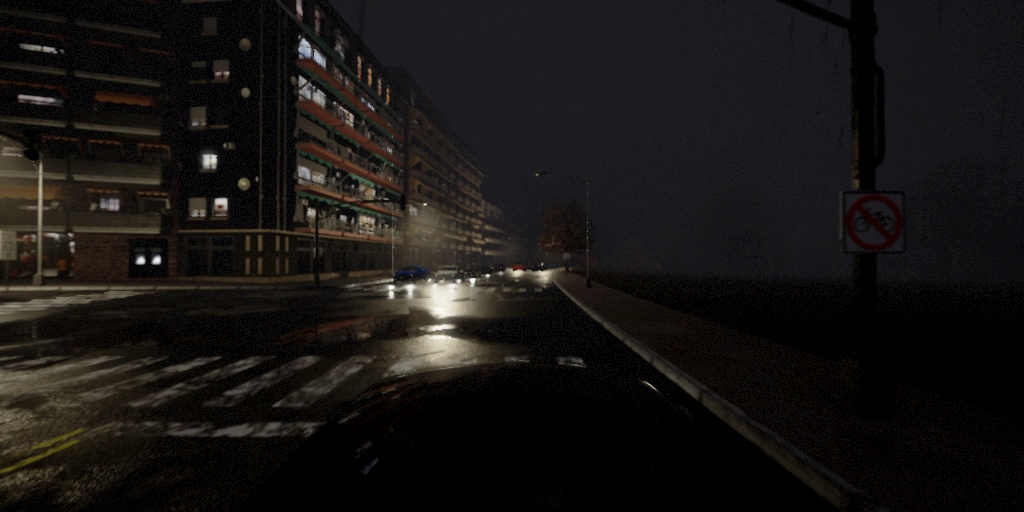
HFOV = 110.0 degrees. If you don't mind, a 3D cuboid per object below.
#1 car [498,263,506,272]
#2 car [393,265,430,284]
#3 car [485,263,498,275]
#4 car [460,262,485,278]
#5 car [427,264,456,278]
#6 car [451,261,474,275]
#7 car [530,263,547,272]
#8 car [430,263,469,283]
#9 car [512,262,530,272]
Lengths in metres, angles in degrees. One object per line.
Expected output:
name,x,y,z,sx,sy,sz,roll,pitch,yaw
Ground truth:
car,-2.259,1.932,60.860,1.882,1.535,5.008,0,-1,8
car,-8.707,1.544,31.357,1.882,1.535,5.008,0,-1,4
car,-3.623,1.876,50.483,1.994,1.385,4.181,0,-1,7
car,-4.683,1.689,40.558,1.837,1.490,4.892,0,-1,5
car,-7.916,1.665,40.893,1.882,1.535,5.008,0,-1,5
car,-6.886,1.663,50.574,2.097,1.767,4.553,0,-1,7
car,4.501,2.041,61.971,1.994,1.385,4.181,0,-1,9
car,-5.424,1.598,31.701,1.812,1.442,4.674,0,-1,4
car,1.373,1.827,62.057,2.097,1.767,4.553,0,-1,8
